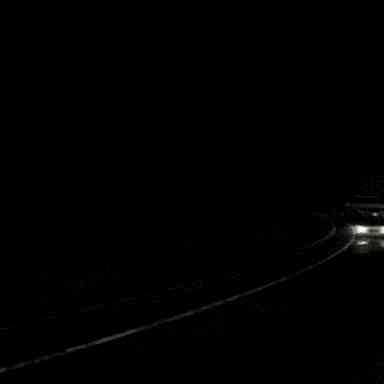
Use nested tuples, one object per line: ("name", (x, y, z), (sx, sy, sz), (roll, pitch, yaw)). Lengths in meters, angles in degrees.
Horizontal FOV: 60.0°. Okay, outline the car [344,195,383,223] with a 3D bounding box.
("car", (13.570, 1.261, 26.148), (2.150, 2.045, 5.566), (1, 0, 14))
